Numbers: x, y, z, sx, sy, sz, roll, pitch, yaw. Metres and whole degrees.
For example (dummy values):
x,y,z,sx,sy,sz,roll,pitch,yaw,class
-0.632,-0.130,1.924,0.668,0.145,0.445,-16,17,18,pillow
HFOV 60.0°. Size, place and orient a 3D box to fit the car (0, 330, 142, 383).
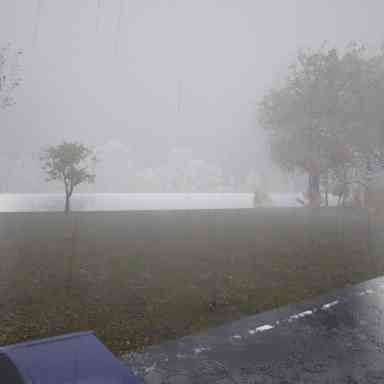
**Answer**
x,y,z,sx,sy,sz,roll,pitch,yaw,class
-2.400,1.601,1.361,4.718,1.301,1.895,0,0,-35,car
